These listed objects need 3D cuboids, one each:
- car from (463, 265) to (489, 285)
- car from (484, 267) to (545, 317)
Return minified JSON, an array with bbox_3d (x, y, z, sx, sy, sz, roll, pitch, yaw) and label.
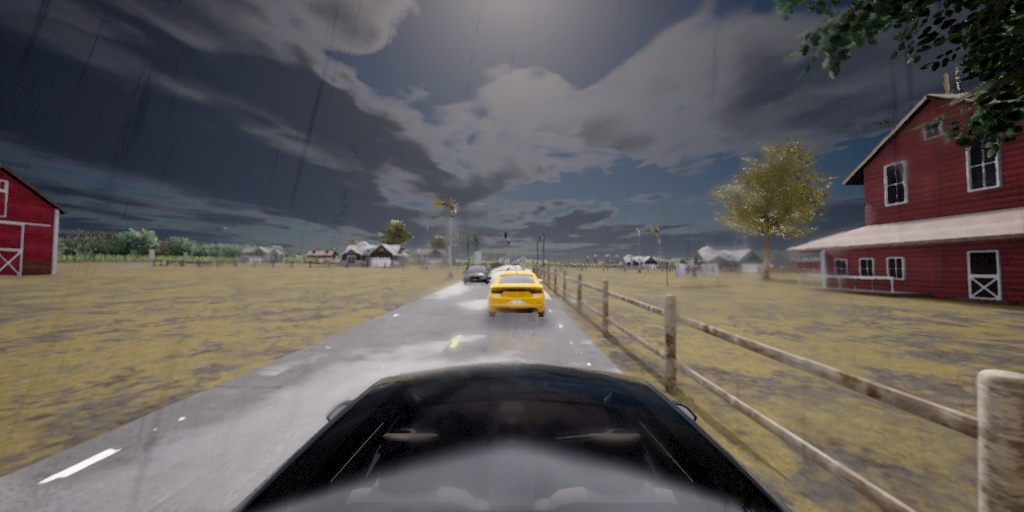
[{"bbox_3d":[-2.651,1.471,28.268,1.837,1.490,4.892,0,-1,0],"label":"car"},{"bbox_3d":[0.175,1.307,13.723,1.882,1.535,5.008,0,0,0],"label":"car"}]
